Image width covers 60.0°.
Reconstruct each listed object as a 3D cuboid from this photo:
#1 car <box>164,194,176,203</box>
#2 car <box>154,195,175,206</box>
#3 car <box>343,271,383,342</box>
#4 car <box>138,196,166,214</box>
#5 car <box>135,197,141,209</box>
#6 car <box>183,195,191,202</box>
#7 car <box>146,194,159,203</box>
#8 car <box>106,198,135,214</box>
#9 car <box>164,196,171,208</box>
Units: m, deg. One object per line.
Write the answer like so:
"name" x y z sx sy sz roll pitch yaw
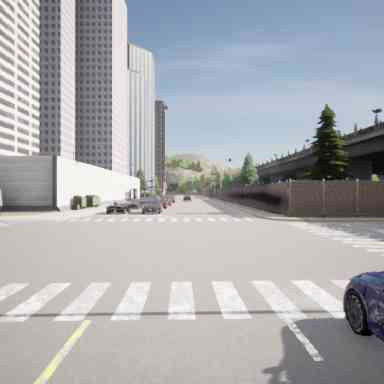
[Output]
"car" -4.503 1.348 68.141 2.097 1.767 4.553 0 0 0
"car" -4.349 1.351 53.136 2.097 1.767 4.553 0 0 -1
"car" 3.448 1.525 3.688 1.812 1.442 4.674 0 0 0
"car" -4.093 1.503 34.899 1.837 1.490 4.892 0 0 -1
"car" -7.734 1.545 44.380 2.033 1.411 5.357 0 0 -1
"car" -1.161 1.496 79.617 1.837 1.490 4.892 0 0 -1
"car" -7.997 1.349 67.858 2.097 1.767 4.553 0 0 -1
"car" -7.593 1.599 34.838 1.895 1.301 4.718 0 0 -1
"car" -4.231 1.599 44.160 1.895 1.301 4.718 0 0 -1
